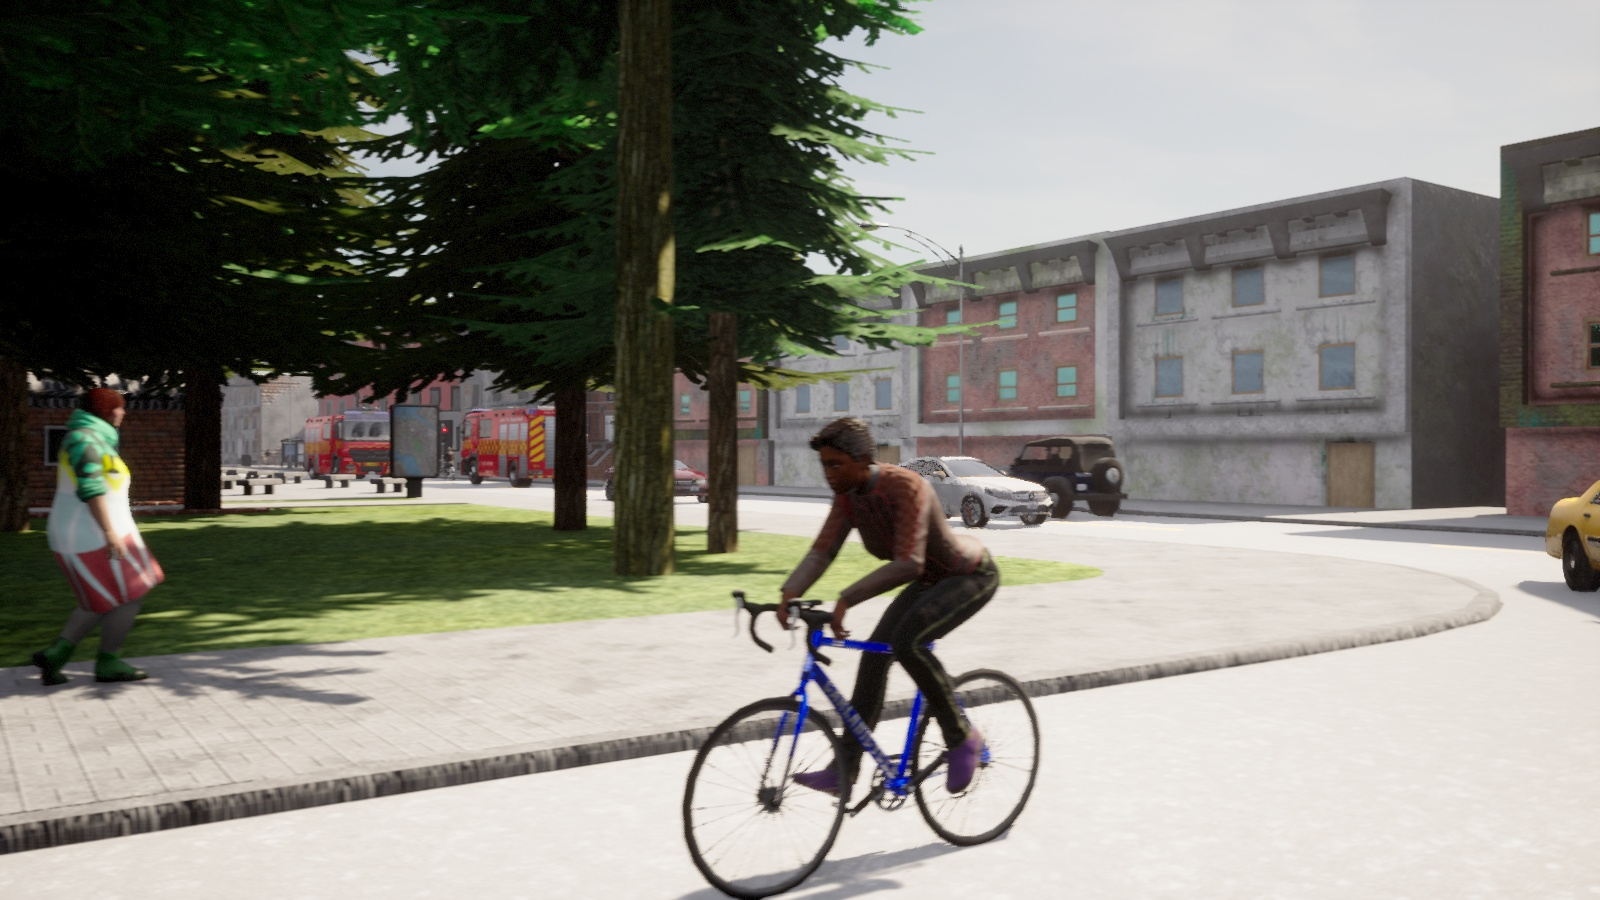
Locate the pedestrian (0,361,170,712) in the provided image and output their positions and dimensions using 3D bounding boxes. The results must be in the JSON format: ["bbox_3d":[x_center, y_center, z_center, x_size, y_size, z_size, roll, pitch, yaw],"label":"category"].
[{"bbox_3d":[-4.300,0.482,7.496,0.873,1.952,0.659,0,0,-36],"label":"pedestrian"}]

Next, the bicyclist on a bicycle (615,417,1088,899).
[{"bbox_3d":[0.230,0.708,4.463,1.656,1.620,0.582,0,0,-35],"label":"bicyclist on a bicycle"}]

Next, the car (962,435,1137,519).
[{"bbox_3d":[5.895,0.602,29.995,1.905,1.878,3.866,0,0,-35],"label":"car"}]

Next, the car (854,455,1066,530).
[{"bbox_3d":[3.281,0.829,26.732,1.812,1.442,4.674,0,0,-35],"label":"car"}]

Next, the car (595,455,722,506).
[{"bbox_3d":[-4.339,0.872,37.817,1.812,1.442,4.674,0,0,-35],"label":"car"}]

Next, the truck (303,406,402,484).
[{"bbox_3d":[-23.588,-0.208,65.925,2.891,3.827,8.468,0,0,-34],"label":"truck"}]

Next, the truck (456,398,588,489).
[{"bbox_3d":[-12.792,-0.253,57.172,2.891,3.827,8.468,0,0,-35],"label":"truck"}]

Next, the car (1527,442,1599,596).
[{"bbox_3d":[8.934,0.696,12.273,1.801,1.575,5.366,0,0,15],"label":"car"}]
